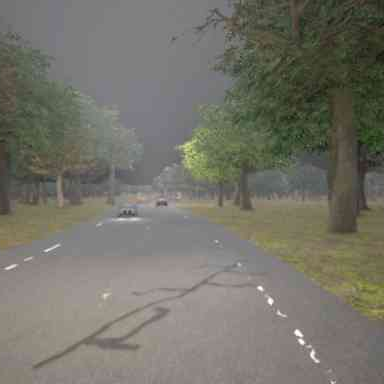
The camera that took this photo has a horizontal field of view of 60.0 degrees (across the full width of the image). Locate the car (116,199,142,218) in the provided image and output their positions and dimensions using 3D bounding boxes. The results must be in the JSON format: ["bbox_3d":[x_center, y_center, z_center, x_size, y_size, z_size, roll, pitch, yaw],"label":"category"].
[{"bbox_3d":[-6.031,1.692,31.570,1.994,1.385,4.181,0,0,-8],"label":"car"}]

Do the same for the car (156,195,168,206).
[{"bbox_3d":[-6.071,1.666,67.436,2.150,2.045,5.566,0,-1,-4],"label":"car"}]

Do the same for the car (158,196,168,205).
[{"bbox_3d":[-6.354,1.863,73.295,2.097,1.767,4.553,0,-1,-2],"label":"car"}]

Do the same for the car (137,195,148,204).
[{"bbox_3d":[-10.910,1.664,73.581,2.150,2.045,5.566,0,-1,-2],"label":"car"}]

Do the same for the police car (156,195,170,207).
[{"bbox_3d":[-5.255,1.751,57.674,1.930,1.638,5.238,0,-1,-6],"label":"police car"}]
